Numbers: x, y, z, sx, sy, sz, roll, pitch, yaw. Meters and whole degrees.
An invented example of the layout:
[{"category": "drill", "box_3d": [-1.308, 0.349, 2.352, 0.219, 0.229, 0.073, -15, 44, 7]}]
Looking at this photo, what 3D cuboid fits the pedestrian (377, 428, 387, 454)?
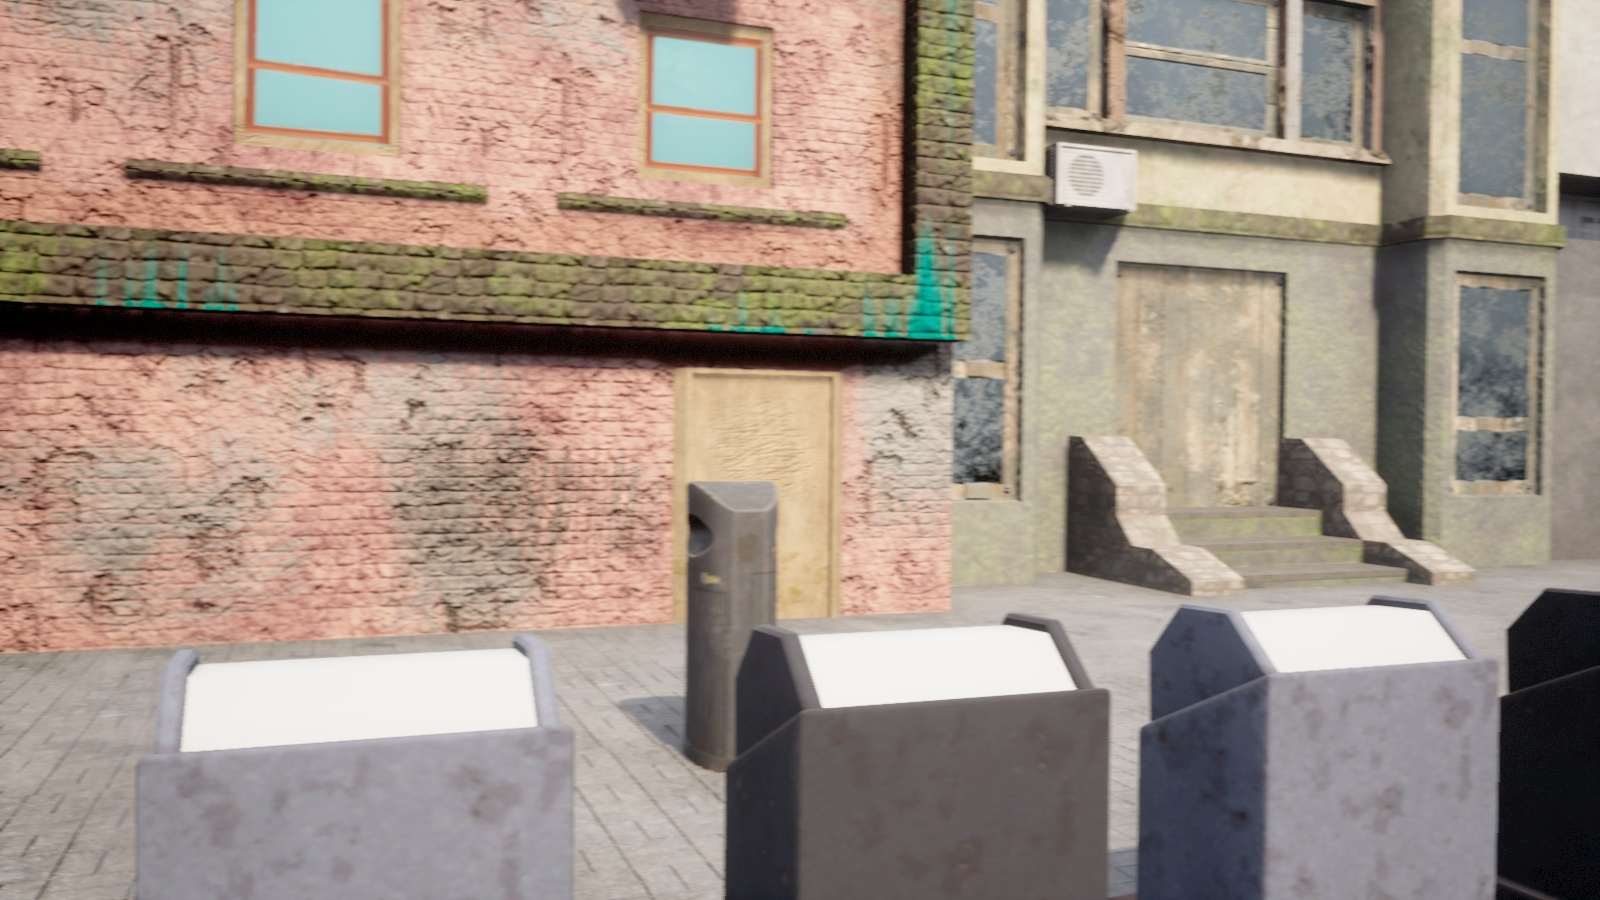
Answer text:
[{"category": "pedestrian", "box_3d": [-30.172, -0.640, 90.604, 0.594, 1.836, 0.345, -1, 1, -22]}]
